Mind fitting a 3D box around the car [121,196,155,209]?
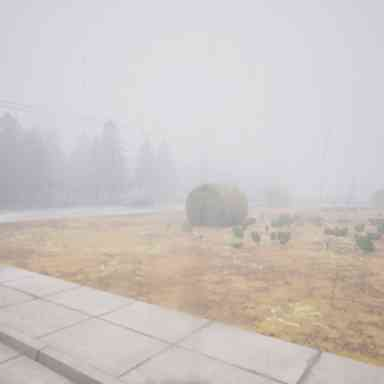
[{"bbox_3d":[-6.894,1.313,42.974,2.128,1.511,4.902,0,0,37],"label":"car"}]
